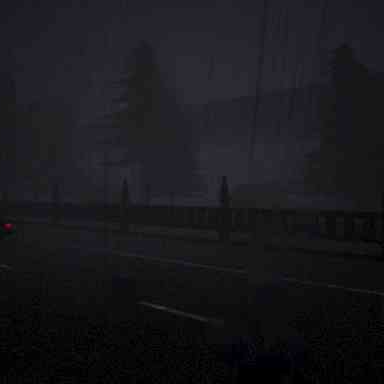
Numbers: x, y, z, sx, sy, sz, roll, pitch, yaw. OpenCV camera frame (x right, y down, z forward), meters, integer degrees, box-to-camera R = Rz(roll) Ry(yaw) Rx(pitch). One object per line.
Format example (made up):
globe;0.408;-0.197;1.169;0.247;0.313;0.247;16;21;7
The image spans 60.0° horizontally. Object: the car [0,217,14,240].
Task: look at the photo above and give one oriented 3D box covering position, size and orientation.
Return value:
car;-10.587;1.534;15.704;5.357;1.411;2.033;0;0;33
